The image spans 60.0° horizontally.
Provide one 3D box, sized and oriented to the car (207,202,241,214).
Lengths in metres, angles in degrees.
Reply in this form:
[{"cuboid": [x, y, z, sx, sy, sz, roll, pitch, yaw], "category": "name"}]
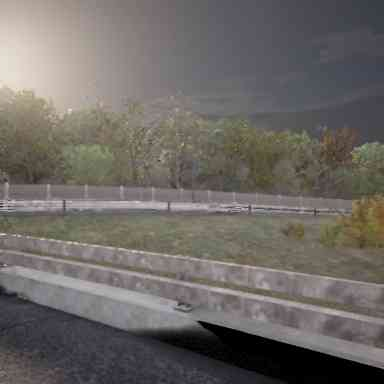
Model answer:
[{"cuboid": [4.276, 2.106, 44.705, 4.902, 1.511, 2.128, 3, -1, -25], "category": "car"}]
